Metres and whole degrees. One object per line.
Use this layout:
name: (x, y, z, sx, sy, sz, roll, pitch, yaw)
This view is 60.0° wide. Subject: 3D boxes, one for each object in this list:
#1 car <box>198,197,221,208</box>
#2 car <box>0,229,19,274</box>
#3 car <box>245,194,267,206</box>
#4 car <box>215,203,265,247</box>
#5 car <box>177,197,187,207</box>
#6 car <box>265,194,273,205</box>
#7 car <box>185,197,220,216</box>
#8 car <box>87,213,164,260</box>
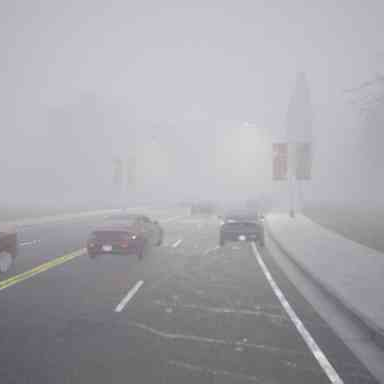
car: (2.503, 1.450, 46.802, 1.895, 1.301, 4.718, -1, 0, 20)
car: (-6.177, 1.473, 7.773, 1.882, 1.535, 5.008, 0, 0, 4)
car: (7.884, 1.333, 42.044, 1.812, 1.442, 4.674, -1, 0, 21)
car: (2.200, 1.479, 14.952, 1.837, 1.490, 4.892, 0, 0, 8)
car: (-0.407, 1.423, 48.317, 2.033, 1.411, 5.357, -1, 0, 20)
car: (11.525, 1.101, 52.509, 2.097, 1.767, 4.553, -1, 0, 20)
car: (1.248, 1.397, 31.517, 2.128, 1.511, 4.902, 0, 0, 15)
car: (-2.310, 1.514, 12.336, 1.812, 1.442, 4.674, 0, 0, 6)
